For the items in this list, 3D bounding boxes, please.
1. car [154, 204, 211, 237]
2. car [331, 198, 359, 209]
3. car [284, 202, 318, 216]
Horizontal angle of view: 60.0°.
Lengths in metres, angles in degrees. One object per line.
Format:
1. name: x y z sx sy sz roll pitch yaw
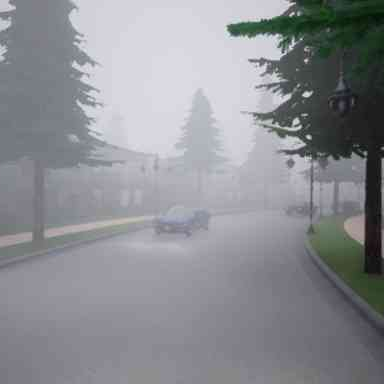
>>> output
1. car: -0.366 1.452 18.113 1.882 1.535 5.008 0 0 19
2. car: 20.036 1.575 43.372 5.008 1.535 1.882 0 0 -41
3. car: 11.009 1.643 33.307 1.895 1.301 4.718 0 0 38
